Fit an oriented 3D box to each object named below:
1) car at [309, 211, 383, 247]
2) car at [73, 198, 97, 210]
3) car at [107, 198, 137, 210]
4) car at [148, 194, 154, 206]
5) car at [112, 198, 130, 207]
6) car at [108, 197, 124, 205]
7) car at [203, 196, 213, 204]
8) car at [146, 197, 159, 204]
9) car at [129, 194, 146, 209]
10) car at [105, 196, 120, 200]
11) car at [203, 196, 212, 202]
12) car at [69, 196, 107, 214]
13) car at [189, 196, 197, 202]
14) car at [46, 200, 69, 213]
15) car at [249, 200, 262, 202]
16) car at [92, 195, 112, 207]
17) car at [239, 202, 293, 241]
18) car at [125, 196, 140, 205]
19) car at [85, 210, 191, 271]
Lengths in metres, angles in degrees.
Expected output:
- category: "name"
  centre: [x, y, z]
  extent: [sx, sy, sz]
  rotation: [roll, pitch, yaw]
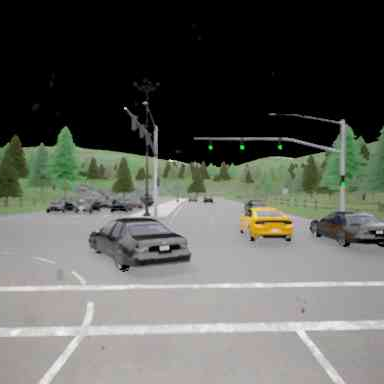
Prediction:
- category: "car"
  centre: [7.100, 1.585, 15.088]
  extent: [2.033, 1.411, 5.357]
  rotation: [0, 0, 0]
- category: "car"
  centre: [-15.001, 1.640, 46.884]
  extent: [1.812, 1.442, 4.674]
  rotation: [0, 0, 0]
- category: "car"
  centre: [-8.048, 1.695, 38.500]
  extent: [1.895, 1.301, 4.718]
  rotation: [0, 0, 0]
- category: "car"
  centre: [-8.001, 1.363, 57.744]
  extent: [2.150, 2.045, 5.566]
  rotation: [0, 0, 0]
- category: "car"
  centre: [-11.501, 1.697, 54.229]
  extent: [1.994, 1.385, 4.181]
  rotation: [0, 0, 0]
- category: "car"
  centre: [-14.997, 1.709, 65.989]
  extent: [2.033, 1.411, 5.357]
  rotation: [0, 0, 0]
- category: "car"
  centre: [3.540, 1.652, 70.943]
  extent: [1.882, 1.535, 5.008]
  rotation: [0, 0, 1]
- category: "car"
  centre: [-7.986, 1.709, 68.155]
  extent: [2.033, 1.411, 5.357]
  rotation: [0, 0, 0]
- category: "car"
  centre: [-8.001, 1.468, 47.444]
  extent: [2.097, 1.767, 4.553]
  rotation: [0, 0, 0]
- category: "car"
  centre: [-11.501, 1.677, 46.111]
  extent: [1.994, 1.385, 4.181]
  rotation: [0, 0, 0]
- category: "car"
  centre: [3.760, 1.752, 81.302]
  extent: [1.994, 1.385, 4.181]
  rotation: [0, 0, 2]
- category: "car"
  centre: [-11.561, 1.583, 37.250]
  extent: [2.128, 1.511, 4.902]
  rotation: [0, 0, 1]
- category: "car"
  centre: [0.250, 1.751, 80.939]
  extent: [1.994, 1.385, 4.181]
  rotation: [0, 0, 2]
- category: "car"
  centre: [-15.042, 1.658, 38.255]
  extent: [1.994, 1.385, 4.181]
  rotation: [0, 0, 0]
- category: "car"
  centre: [7.099, 1.640, 37.432]
  extent: [2.033, 1.411, 5.357]
  rotation: [0, 0, 0]
- category: "car"
  centre: [-15.001, 1.488, 55.747]
  extent: [2.097, 1.767, 4.553]
  rotation: [0, 0, 0]
- category: "car"
  centre: [3.600, 1.520, 16.879]
  extent: [1.882, 1.535, 5.008]
  rotation: [0, 0, 0]
- category: "car"
  centre: [-11.499, 1.649, 64.363]
  extent: [2.128, 1.511, 4.902]
  rotation: [0, 0, 0]
- category: "car"
  centre: [-2.003, 1.576, 11.219]
  extent: [2.033, 1.411, 5.357]
  rotation: [0, 0, -30]
